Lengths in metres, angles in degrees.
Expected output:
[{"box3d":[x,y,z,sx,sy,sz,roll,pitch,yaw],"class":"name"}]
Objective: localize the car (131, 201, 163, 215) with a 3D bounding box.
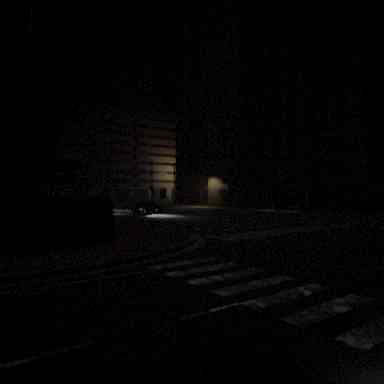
[{"box3d":[-4.690,1.605,34.735,1.994,1.385,4.181,0,0,-35],"class":"car"}]
